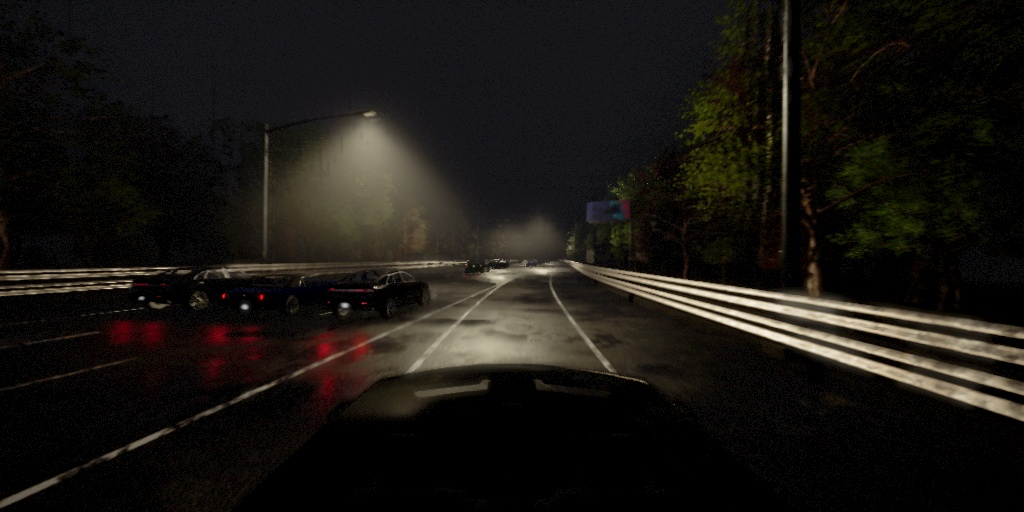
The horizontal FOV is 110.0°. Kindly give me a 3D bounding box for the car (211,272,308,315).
[{"bbox_3d":[-7.943,1.295,13.254,1.895,1.301,4.718,1,0,8],"label":"car"}]

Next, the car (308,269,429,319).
[{"bbox_3d":[-4.482,1.221,12.707,2.128,1.511,4.902,0,0,8],"label":"car"}]

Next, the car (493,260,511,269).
[{"bbox_3d":[-1.651,1.456,60.521,2.128,1.511,4.902,1,0,8],"label":"car"}]

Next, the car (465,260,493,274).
[{"bbox_3d":[-4.036,1.212,42.604,2.097,1.767,4.553,1,0,8],"label":"car"}]

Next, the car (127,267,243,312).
[{"bbox_3d":[-11.409,1.150,13.754,2.128,1.511,4.902,1,0,8],"label":"car"}]
